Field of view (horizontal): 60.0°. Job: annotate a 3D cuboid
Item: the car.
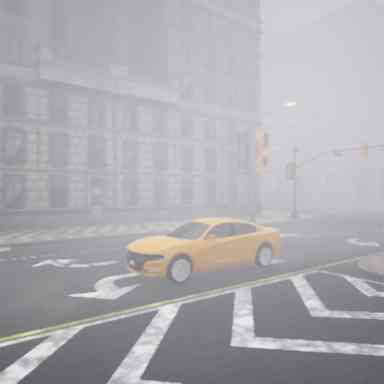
[{"bbox_3d":[0.510,1.518,9.903,5.008,1.535,1.882,0,0,-36],"label":"car"}]
